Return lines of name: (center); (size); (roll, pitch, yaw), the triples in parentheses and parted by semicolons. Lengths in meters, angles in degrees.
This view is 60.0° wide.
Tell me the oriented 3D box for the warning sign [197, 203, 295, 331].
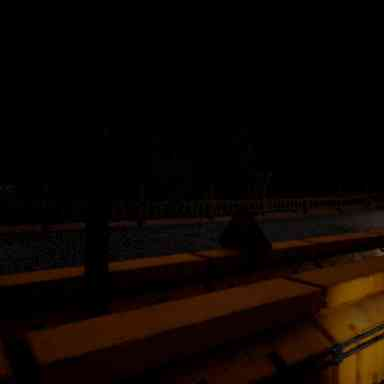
warning sign: (0.912, 1.152, 5.808); (1.060, 1.860, 1.300); (1, 0, -35)
